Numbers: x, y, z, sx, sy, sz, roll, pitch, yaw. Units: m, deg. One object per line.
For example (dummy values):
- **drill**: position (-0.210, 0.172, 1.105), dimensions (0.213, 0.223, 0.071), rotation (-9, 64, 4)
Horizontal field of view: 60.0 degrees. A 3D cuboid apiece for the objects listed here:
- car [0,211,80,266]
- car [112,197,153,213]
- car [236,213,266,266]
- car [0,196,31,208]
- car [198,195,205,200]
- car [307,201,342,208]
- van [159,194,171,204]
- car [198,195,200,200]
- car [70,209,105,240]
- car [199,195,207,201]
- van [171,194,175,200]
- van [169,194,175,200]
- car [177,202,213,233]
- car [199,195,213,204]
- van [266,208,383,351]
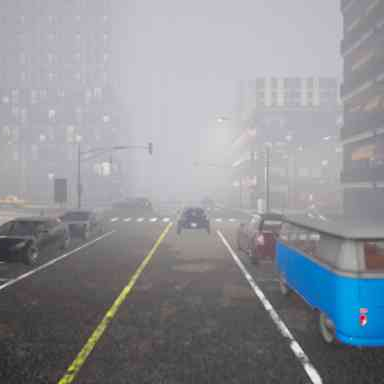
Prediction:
- **car**: position (-5.693, 1.568, 11.589), dimensions (1.947, 1.339, 4.313), rotation (0, 0, 0)
- **car**: position (-6.472, 1.266, 35.802), dimensions (4.553, 1.767, 2.097), rotation (1, 1, 33)
- **car**: position (2.687, 1.442, 11.591), dimensions (1.967, 1.590, 4.097), rotation (0, 0, 0)
- **car**: position (-22.033, 1.137, 39.944), dimensions (4.829, 1.417, 1.752), rotation (1, -1, -1)
- **car**: position (2.684, 1.585, 94.719), dimensions (1.887, 1.381, 4.507), rotation (0, 0, 0)
- **car**: position (16.026, 1.768, 40.289), dimensions (4.097, 1.590, 1.967), rotation (1, -1, -1)
- **van**: position (-5.696, 1.364, 66.447), dimensions (1.690, 1.788, 3.998), rotation (0, 0, 0)
- **car**: position (2.685, 1.568, 66.448), dimensions (1.887, 1.381, 4.507), rotation (0, 0, 0)
- **car**: position (-5.693, 1.569, 16.836), dimensions (1.947, 1.339, 4.313), rotation (0, 0, 0)
- **car**: position (2.685, 1.584, 83.411), dimensions (2.008, 1.369, 4.403), rotation (0, 0, 0)
- **van**: position (-5.697, 1.378, 89.064), dimensions (1.690, 1.788, 3.998), rotation (0, 0, 0)
- **van**: position (-5.697, 1.382, 94.719), dimensions (1.690, 1.788, 3.998), rotation (0, 0, 0)
- **car**: position (0.100, 1.530, 19.433), dimensions (1.812, 1.442, 4.674), rotation (0, 0, 0)
- **car**: position (2.686, 1.583, 56.481), dimensions (1.947, 1.339, 4.313), rotation (0, 0, 0)
- **van**: position (2.687, 1.342, 6.040), dimensions (1.690, 1.788, 3.998), rotation (0, 0, 0)
